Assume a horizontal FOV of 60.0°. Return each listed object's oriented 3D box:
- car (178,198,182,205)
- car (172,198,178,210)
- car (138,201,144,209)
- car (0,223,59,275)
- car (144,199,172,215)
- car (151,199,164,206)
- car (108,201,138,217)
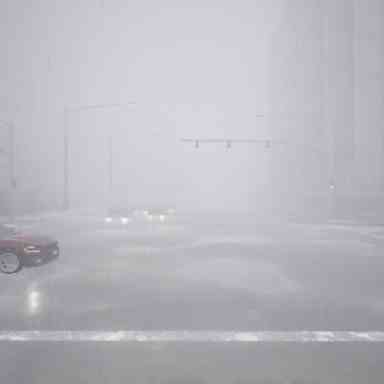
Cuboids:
[{"bbox_3d":[-3.174,1.998,68.846,1.994,1.385,4.181,0,0,1],"label":"car"},{"bbox_3d":[-3.570,1.870,48.948,1.994,1.385,4.181,0,0,1],"label":"car"},{"bbox_3d":[-7.100,1.898,47.233,1.895,1.301,4.718,0,0,1],"label":"car"},{"bbox_3d":[-6.678,1.573,10.144,5.008,1.535,1.882,0,0,0],"label":"car"},{"bbox_3d":[-3.749,1.783,37.413,2.033,1.411,5.357,0,0,1],"label":"car"},{"bbox_3d":[-6.760,2.008,64.947,1.895,1.301,4.718,0,0,1],"label":"car"},{"bbox_3d":[-7.281,1.696,34.612,1.882,1.535,5.008,0,0,1],"label":"car"}]
